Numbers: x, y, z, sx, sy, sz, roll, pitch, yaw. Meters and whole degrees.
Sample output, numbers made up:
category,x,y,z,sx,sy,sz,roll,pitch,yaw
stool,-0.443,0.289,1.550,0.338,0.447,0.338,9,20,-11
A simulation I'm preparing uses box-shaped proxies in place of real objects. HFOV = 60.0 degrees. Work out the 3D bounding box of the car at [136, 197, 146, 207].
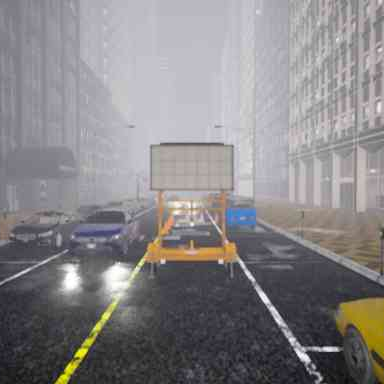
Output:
category,x,y,z,sx,sy,sz,roll,pitch,yaw
car,-5.765,1.234,30.666,2.008,1.369,4.403,-1,1,0

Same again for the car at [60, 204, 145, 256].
category,x,y,z,sx,sy,sz,roll,pitch,yaw
car,-3.128,1.394,12.660,1.812,1.442,4.674,0,1,0

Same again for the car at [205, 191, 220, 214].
category,x,y,z,sx,sy,sz,roll,pitch,yaw
car,2.613,0.998,30.682,2.192,1.841,5.009,-1,1,0

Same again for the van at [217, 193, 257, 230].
category,x,y,z,sx,sy,sz,roll,pitch,yaw
van,2.639,1.141,19.316,1.690,1.788,3.998,-1,1,0

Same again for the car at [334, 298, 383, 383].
category,x,y,z,sx,sy,sz,roll,pitch,yaw
car,2.677,1.499,2.438,1.752,1.417,4.829,-1,1,0

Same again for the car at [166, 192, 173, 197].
category,x,y,z,sx,sy,sz,roll,pitch,yaw
car,-5.888,0.623,87.330,1.752,1.417,4.829,-1,1,0

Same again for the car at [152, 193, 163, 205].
category,x,y,z,sx,sy,sz,roll,pitch,yaw
car,-5.802,1.059,47.716,2.008,1.369,4.403,-1,1,0

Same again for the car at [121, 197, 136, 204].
category,x,y,z,sx,sy,sz,roll,pitch,yaw
car,-5.752,1.286,24.983,1.887,1.381,4.507,-1,1,0

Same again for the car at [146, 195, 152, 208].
category,x,y,z,sx,sy,sz,roll,pitch,yaw
car,-5.777,1.207,36.350,1.802,1.307,4.206,-1,1,0

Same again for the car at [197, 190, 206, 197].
category,x,y,z,sx,sy,sz,roll,pitch,yaw
car,2.489,0.411,87.516,2.192,1.841,5.009,-1,1,0

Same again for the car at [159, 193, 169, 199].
category,x,y,z,sx,sy,sz,roll,pitch,yaw
car,-5.851,0.855,70.450,1.802,1.307,4.206,-1,1,0

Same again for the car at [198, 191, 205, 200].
category,x,y,z,sx,sy,sz,roll,pitch,yaw
car,2.554,0.941,59.101,2.008,1.369,4.403,-1,1,0

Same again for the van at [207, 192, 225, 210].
category,x,y,z,sx,sy,sz,roll,pitch,yaw
van,2.601,0.966,36.366,1.690,1.788,3.998,-1,1,0

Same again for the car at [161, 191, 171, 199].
category,x,y,z,sx,sy,sz,roll,pitch,yaw
car,-5.865,0.654,76.132,1.967,1.590,4.097,-1,1,0

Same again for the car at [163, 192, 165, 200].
category,x,y,z,sx,sy,sz,roll,pitch,yaw
car,-5.827,0.941,59.083,2.008,1.369,4.403,-1,1,0

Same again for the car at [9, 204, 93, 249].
category,x,y,z,sx,sy,sz,roll,pitch,yaw
car,-5.728,1.409,13.616,2.008,1.369,4.403,-1,1,0

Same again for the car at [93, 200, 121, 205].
category,x,y,z,sx,sy,sz,roll,pitch,yaw
car,-5.740,1.366,19.300,1.947,1.339,4.313,-1,1,0

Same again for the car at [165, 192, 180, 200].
category,x,y,z,sx,sy,sz,roll,pitch,yaw
car,-3.125,1.002,57.247,1.994,1.385,4.181,0,1,0

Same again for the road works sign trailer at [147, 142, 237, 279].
category,x,y,z,sx,sy,sz,roll,pitch,yaw
road works sign trailer,-0.003,0.363,9.682,2.380,3.560,2.880,0,1,0
